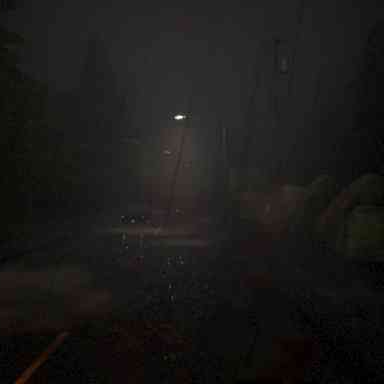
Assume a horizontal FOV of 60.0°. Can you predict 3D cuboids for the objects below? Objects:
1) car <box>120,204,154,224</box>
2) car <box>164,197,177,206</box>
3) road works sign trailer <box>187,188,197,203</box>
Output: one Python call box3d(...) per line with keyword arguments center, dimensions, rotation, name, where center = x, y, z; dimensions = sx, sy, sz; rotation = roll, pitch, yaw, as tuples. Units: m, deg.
box3d(center=(-4.072, 1.638, 25.616), dimensions=(2.033, 1.411, 5.357), rotation=(0, 0, 0), name="car")
box3d(center=(-3.983, 1.741, 61.236), dimensions=(1.812, 1.442, 4.674), rotation=(0, 0, 1), name="car")
box3d(center=(0.038, 0.740, 78.098), dimensions=(2.380, 3.560, 2.880), rotation=(0, 0, 0), name="road works sign trailer")
